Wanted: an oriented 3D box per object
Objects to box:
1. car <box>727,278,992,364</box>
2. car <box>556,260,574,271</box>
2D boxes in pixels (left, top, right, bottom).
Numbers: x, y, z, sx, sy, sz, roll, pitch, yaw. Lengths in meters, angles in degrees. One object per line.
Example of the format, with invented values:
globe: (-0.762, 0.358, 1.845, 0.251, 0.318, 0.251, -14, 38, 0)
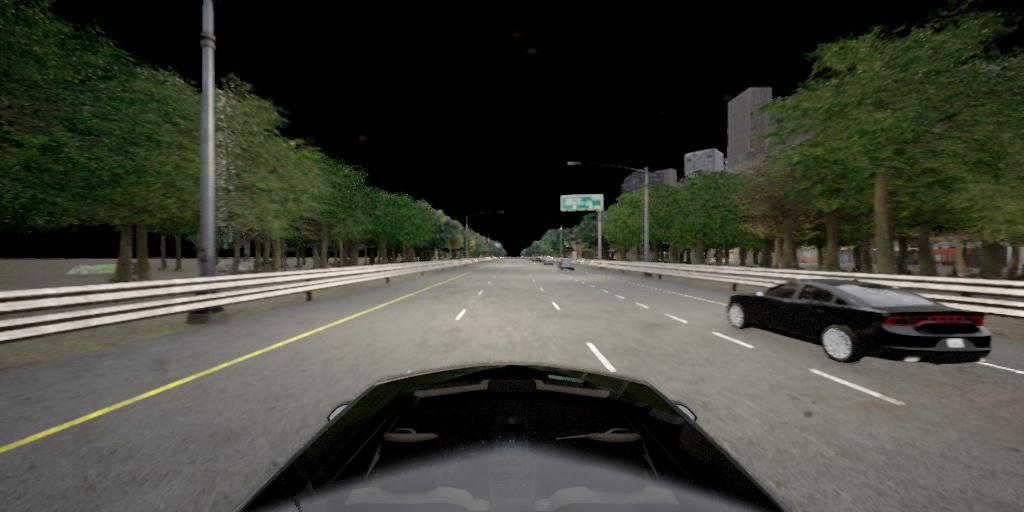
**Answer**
car: (7.005, 1.243, 8.138, 1.882, 1.535, 5.008, 0, 0, 0)
car: (7.142, 1.283, 48.300, 2.033, 1.411, 5.357, 0, 0, 0)
